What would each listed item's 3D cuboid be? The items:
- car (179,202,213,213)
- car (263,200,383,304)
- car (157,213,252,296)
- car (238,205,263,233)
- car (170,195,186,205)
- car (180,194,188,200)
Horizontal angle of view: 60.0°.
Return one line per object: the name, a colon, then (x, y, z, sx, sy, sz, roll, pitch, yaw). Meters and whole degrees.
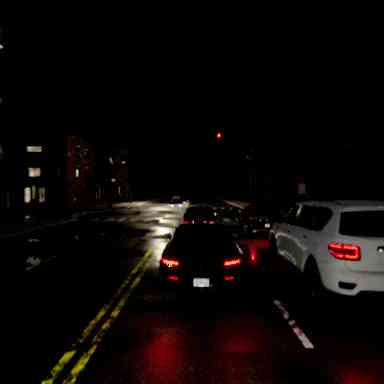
car: (0.372, 1.493, 18.020, 2.033, 1.411, 5.357, 0, 0, 1)
car: (3.471, 1.194, 8.237, 2.150, 2.045, 5.566, 0, 0, 1)
car: (0.226, 1.500, 8.441, 1.812, 1.442, 4.674, 0, 0, 1)
car: (3.624, 1.422, 18.155, 1.882, 1.535, 5.008, 0, 0, 2)
car: (-2.541, 1.402, 54.414, 1.994, 1.385, 4.181, 0, 0, 1)
car: (-2.088, 1.290, 84.844, 1.994, 1.385, 4.181, 0, 0, 1)
